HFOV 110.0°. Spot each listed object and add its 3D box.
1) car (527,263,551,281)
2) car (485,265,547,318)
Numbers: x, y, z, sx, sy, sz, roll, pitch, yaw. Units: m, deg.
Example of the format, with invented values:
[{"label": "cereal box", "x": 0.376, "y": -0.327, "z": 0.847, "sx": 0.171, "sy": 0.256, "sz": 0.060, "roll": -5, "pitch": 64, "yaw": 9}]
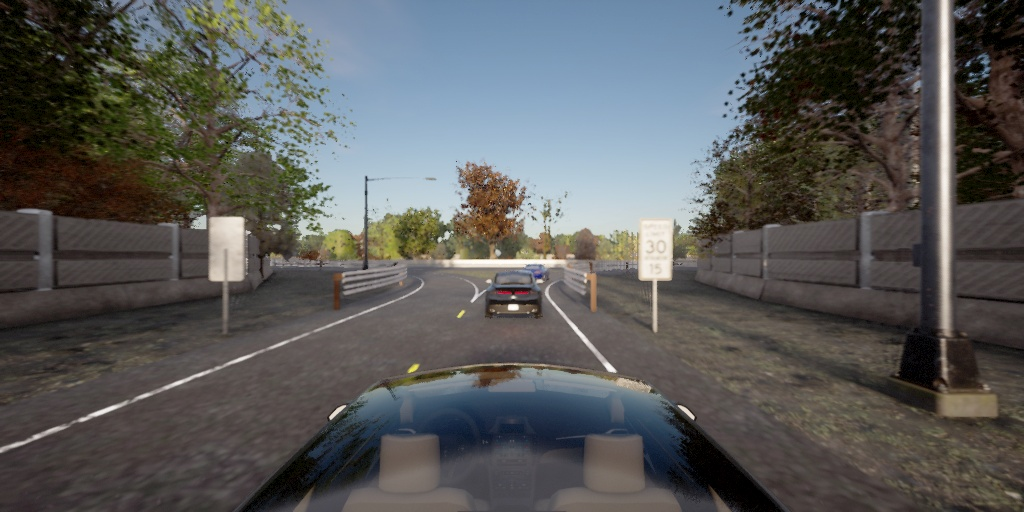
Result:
[{"label": "car", "x": 1.861, "y": 1.295, "z": 28.138, "sx": 1.812, "sy": 1.442, "sz": 4.674, "roll": 0, "pitch": 0, "yaw": 14}, {"label": "car", "x": 0.089, "y": 1.264, "z": 13.022, "sx": 1.837, "sy": 1.490, "sz": 4.892, "roll": 0, "pitch": 0, "yaw": 1}]
